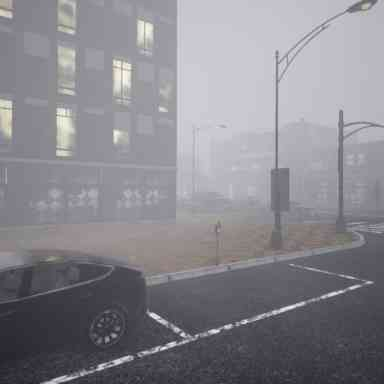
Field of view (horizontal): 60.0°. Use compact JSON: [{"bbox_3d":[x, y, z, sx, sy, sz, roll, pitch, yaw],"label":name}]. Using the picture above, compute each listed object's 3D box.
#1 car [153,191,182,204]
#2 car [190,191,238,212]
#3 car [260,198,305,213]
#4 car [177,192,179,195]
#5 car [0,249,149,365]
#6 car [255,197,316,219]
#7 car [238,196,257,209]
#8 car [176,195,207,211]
[{"bbox_3d":[-3.886,0.793,52.100,2.192,1.841,5.009,1,0,-36],"label":"car"},{"bbox_3d":[1.765,0.892,34.646,2.150,2.045,5.566,0,0,-36],"label":"car"},{"bbox_3d":[9.263,1.340,34.237,1.802,1.307,4.206,1,0,-36],"label":"car"},{"bbox_3d":[-0.603,1.100,47.635,2.008,1.369,4.403,1,0,-36],"label":"car"},{"bbox_3d":[-2.690,1.566,4.635,4.313,1.339,1.947,0,0,-36],"label":"car"},{"bbox_3d":[7.610,1.318,26.705,1.812,1.442,4.674,0,1,-36],"label":"car"},{"bbox_3d":[5.976,1.129,38.704,1.967,1.590,4.097,1,0,-36],"label":"car"},{"bbox_3d":[-0.775,1.230,33.734,1.802,1.307,4.206,1,0,-36],"label":"car"}]
